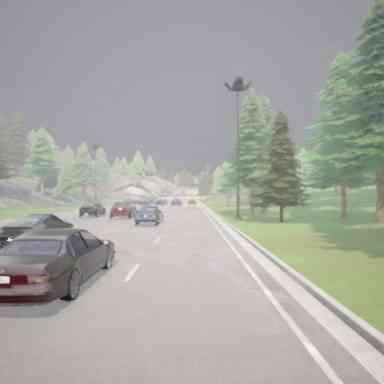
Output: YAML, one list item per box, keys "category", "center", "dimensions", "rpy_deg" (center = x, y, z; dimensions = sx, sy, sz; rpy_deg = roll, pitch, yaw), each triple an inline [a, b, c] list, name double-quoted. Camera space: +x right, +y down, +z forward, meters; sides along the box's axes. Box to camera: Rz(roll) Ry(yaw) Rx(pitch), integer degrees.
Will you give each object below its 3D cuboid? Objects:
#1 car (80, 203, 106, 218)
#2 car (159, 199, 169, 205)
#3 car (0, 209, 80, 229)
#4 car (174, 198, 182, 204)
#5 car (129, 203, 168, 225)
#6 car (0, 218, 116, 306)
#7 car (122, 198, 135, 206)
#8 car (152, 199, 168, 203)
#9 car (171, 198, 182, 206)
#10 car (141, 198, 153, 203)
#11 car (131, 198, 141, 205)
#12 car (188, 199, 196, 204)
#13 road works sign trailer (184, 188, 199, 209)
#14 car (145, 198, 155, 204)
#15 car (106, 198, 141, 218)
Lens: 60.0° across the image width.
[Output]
- category: "car"
  center: [-10.390, 1.890, 35.031]
  dimensions: [1.837, 1.490, 4.892]
  rpy_deg: [0, 0, 0]
- category: "car"
  center: [-6.978, 2.355, 82.915]
  dimensions: [2.033, 1.411, 5.357]
  rpy_deg: [0, -1, 0]
- category: "car"
  center: [-6.894, 1.692, 15.114]
  dimensions: [1.812, 1.442, 4.674]
  rpy_deg: [0, -1, 0]
- category: "car"
  center: [-3.478, 2.298, 83.331]
  dimensions: [1.882, 1.535, 5.008]
  rpy_deg: [0, -1, 0]
- category: "car"
  center: [-3.391, 1.842, 26.810]
  dimensions: [2.033, 1.411, 5.357]
  rpy_deg: [0, -1, 0]
- category: "car"
  center: [-3.396, 1.641, 8.449]
  dimensions: [2.033, 1.411, 5.357]
  rpy_deg: [0, -1, 0]
- category: "car"
  center: [-13.981, 2.149, 73.304]
  dimensions: [2.097, 1.767, 4.553]
  rpy_deg: [0, -1, 0]
- category: "car"
  center: [-6.981, 2.285, 72.498]
  dimensions: [1.837, 1.490, 4.892]
  rpy_deg: [0, -1, 0]
- category: "car"
  center: [-3.481, 2.149, 73.302]
  dimensions: [2.097, 1.767, 4.553]
  rpy_deg: [0, -1, 0]
- category: "car"
  center: [-10.481, 2.272, 73.332]
  dimensions: [1.882, 1.535, 5.008]
  rpy_deg: [0, -1, 0]
- category: "car"
  center: [-13.978, 2.339, 82.917]
  dimensions: [1.812, 1.442, 4.674]
  rpy_deg: [0, -1, 0]
- category: "car"
  center: [0.022, 2.355, 82.913]
  dimensions: [2.033, 1.411, 5.357]
  rpy_deg: [0, -1, 0]
- category: "road works sign trailer"
  center: [0.015, 1.073, 55.652]
  dimensions: [2.380, 3.560, 2.880]
  rpy_deg: [0, -1, 0]
- category: "car"
  center: [-10.478, 2.320, 83.333]
  dimensions: [1.837, 1.490, 4.892]
  rpy_deg: [0, -1, 0]
- category: "car"
  center: [-6.890, 1.724, 34.027]
  dimensions: [2.097, 1.767, 4.553]
  rpy_deg: [0, -1, 0]
